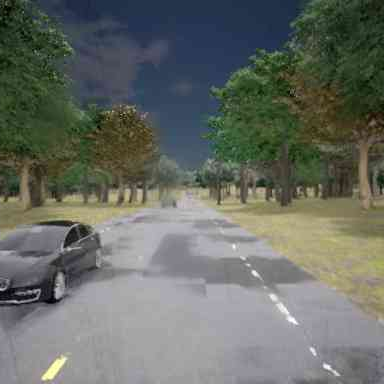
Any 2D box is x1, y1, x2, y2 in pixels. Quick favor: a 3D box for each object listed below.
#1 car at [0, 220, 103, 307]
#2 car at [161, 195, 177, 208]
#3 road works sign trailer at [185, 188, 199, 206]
[{"bbox_3d":[-3.600,1.519,8.247,1.837,1.490,4.892,0,0,0],"label":"car"},{"bbox_3d":[-3.559,1.481,52.298,2.150,2.045,5.566,0,-1,0],"label":"car"},{"bbox_3d":[0.064,0.957,64.582,2.380,3.560,2.880,0,-1,-2],"label":"road works sign trailer"}]
